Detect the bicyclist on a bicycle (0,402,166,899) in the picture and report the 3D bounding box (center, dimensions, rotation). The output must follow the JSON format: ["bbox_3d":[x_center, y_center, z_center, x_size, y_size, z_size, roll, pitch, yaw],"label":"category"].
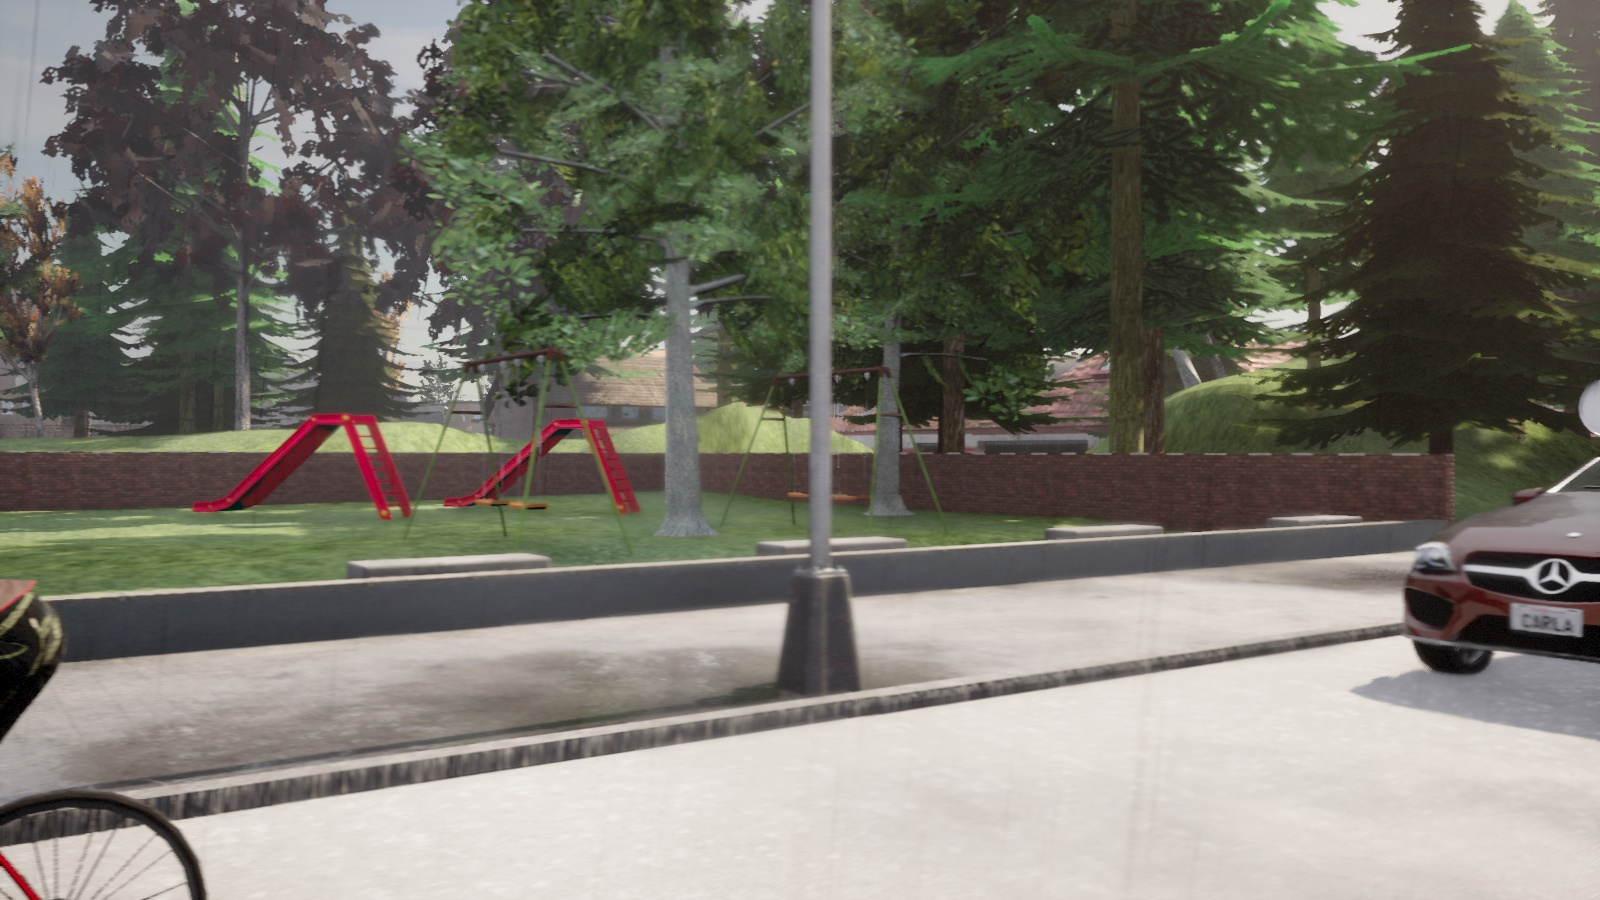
[{"bbox_3d":[-2.309,0.709,2.656,1.656,1.620,0.582,0,0,-35],"label":"bicyclist on a bicycle"}]

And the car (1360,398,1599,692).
[{"bbox_3d":[6.330,0.532,8.771,5.027,1.651,2.152,0,0,-35],"label":"car"}]
